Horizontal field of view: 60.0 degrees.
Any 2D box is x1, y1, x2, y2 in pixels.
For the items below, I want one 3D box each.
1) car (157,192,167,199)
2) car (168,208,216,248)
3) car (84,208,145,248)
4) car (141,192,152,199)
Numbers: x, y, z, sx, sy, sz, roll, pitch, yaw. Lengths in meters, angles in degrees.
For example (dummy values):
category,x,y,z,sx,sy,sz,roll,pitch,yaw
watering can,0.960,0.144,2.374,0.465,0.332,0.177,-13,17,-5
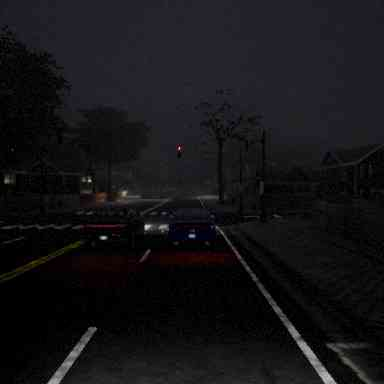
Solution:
category,x,y,z,sx,sy,sz,roll,pitch,yaw
car,-6.498,0.724,71.291,1.837,1.490,4.892,0,1,0
car,0.000,1.445,14.647,1.882,1.535,5.008,0,0,0
car,-3.250,1.456,14.647,2.128,1.511,4.902,0,0,0
car,-9.748,0.764,71.292,2.033,1.411,5.357,0,1,0
